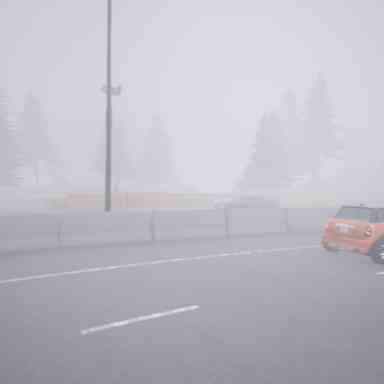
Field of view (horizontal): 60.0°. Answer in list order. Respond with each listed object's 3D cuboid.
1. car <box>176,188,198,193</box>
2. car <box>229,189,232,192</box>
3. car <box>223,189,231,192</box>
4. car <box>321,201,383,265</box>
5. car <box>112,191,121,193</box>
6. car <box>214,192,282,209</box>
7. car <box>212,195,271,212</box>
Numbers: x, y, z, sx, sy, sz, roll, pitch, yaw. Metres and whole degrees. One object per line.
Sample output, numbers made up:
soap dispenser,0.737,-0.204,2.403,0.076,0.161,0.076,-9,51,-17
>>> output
car,-0.894,0.075,54.524,2.097,1.767,4.553,2,2,32
car,6.576,0.788,33.195,4.902,1.511,2.128,0,1,-14
car,7.806,0.067,67.217,1.812,1.442,4.674,2,2,37
car,6.594,1.169,10.924,4.553,1.767,2.097,0,2,-22
car,-9.608,0.556,39.598,1.895,1.301,4.718,1,1,29
car,4.035,0.963,25.025,4.892,1.490,1.837,1,1,-19
car,4.323,0.971,28.969,4.718,1.301,1.895,0,1,-17
